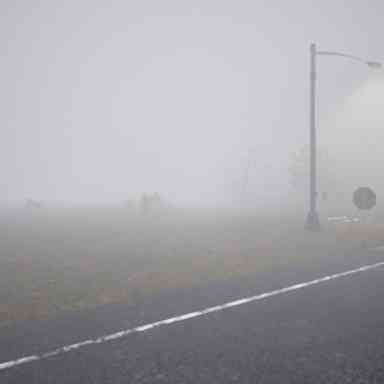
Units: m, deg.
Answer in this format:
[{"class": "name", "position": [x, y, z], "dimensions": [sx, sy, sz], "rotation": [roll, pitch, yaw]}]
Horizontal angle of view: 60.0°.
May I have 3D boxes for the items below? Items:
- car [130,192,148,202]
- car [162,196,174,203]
[{"class": "car", "position": [-10.290, 0.951, 65.268], "dimensions": [2.150, 2.045, 5.566], "rotation": [0, 0, -34]}, {"class": "car", "position": [-4.700, 1.310, 56.960], "dimensions": [1.994, 1.385, 4.181], "rotation": [0, 0, -33]}]
